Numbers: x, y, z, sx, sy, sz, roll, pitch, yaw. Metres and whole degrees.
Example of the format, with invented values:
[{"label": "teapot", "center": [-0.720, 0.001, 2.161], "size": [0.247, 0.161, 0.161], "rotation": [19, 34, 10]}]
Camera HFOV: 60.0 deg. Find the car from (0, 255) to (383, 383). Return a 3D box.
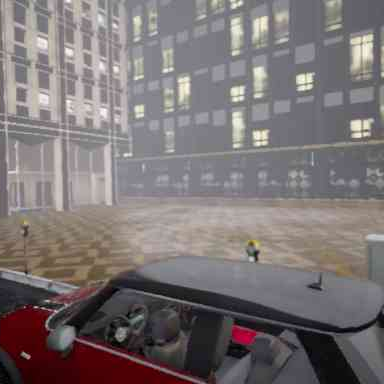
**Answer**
[{"label": "car", "center": [-0.191, 1.348, 3.038], "size": [4.097, 1.590, 1.967], "rotation": [0, 2, 33]}]
